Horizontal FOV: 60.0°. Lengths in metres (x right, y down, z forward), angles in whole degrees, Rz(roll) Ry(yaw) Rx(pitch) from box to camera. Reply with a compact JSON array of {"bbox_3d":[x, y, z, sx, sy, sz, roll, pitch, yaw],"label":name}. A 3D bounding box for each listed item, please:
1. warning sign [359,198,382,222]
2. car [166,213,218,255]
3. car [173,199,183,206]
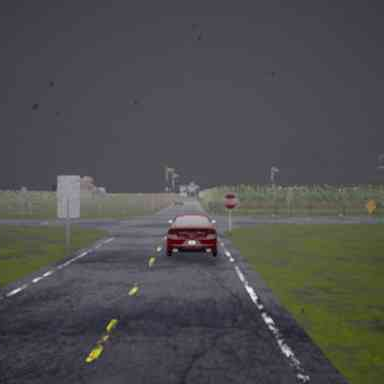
[{"bbox_3d":[14.061,1.382,26.207,1.060,1.860,1.300,0,0,-6],"label":"warning sign"},{"bbox_3d":[0.004,1.613,13.904,1.882,1.535,5.008,0,-1,0],"label":"car"},{"bbox_3d":[-2.753,2.163,68.333,2.033,1.411,5.357,0,0,0],"label":"car"}]
